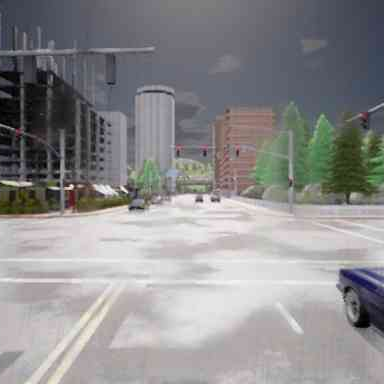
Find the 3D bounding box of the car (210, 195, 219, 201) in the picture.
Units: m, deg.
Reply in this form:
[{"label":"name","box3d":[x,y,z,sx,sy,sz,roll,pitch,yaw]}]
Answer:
[{"label":"car","box3d":[5.210,1.376,78.381,1.895,1.301,4.718,0,0,1]}]

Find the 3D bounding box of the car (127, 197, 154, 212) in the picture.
[{"label":"car","box3d":[-6.221,1.528,39.420,2.033,1.411,5.357,0,0,1]}]

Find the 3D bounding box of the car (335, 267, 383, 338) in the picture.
[{"label":"car","box3d":[3.562,1.597,4.017,1.895,1.301,4.718,0,0,0]}]

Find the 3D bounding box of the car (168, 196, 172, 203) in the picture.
[{"label":"car","box3d":[-5.454,1.477,70.859,1.812,1.442,4.674,0,0,1]}]

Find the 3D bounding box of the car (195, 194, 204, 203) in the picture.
[{"label":"car","box3d":[1.512,1.551,69.242,1.895,1.301,4.718,0,0,1]}]

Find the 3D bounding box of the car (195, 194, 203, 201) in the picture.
[{"label":"car","box3d":[1.710,1.283,78.427,1.837,1.490,4.892,0,0,1]}]

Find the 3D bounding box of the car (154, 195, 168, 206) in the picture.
[{"label":"car","box3d":[-5.837,1.464,55.660,2.128,1.511,4.902,0,0,2]}]

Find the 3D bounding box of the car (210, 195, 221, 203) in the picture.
[{"label":"car","box3d":[5.018,1.478,69.485,1.812,1.442,4.674,0,0,1]}]
